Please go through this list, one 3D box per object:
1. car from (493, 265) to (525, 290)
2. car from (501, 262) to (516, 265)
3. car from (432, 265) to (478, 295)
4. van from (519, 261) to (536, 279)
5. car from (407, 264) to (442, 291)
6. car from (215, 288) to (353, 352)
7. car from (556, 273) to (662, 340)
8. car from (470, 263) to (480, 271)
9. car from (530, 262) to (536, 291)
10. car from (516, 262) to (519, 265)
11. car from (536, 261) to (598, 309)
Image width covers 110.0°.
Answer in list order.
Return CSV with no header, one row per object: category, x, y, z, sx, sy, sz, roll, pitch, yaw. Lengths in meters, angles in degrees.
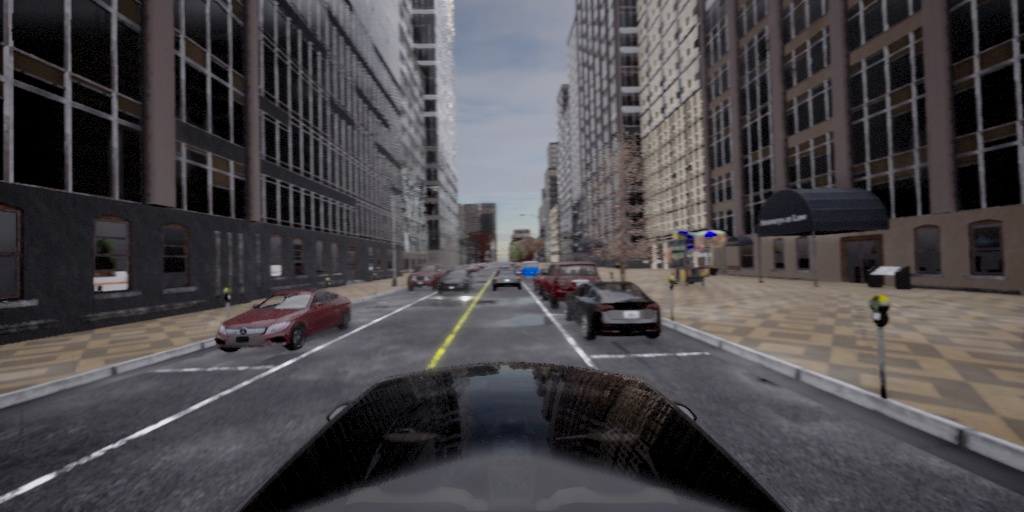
car,-0.362,1.584,25.469,1.994,1.385,4.181,-1,-1,-1
car,-0.767,1.724,43.709,2.128,1.511,4.902,-1,0,-1
car,-3.483,1.575,22.758,1.837,1.490,4.892,-1,-1,-1
van,1.977,1.435,37.612,1.690,1.789,3.998,0,0,-1
car,-6.153,1.493,26.349,2.192,1.841,5.009,0,0,-1
car,-5.786,1.568,9.736,1.802,1.307,4.207,0,0,-1
car,2.590,1.341,9.924,1.948,1.339,4.313,0,0,-1
car,-6.888,2.106,59.574,1.888,1.381,4.507,0,0,-1
car,2.344,1.343,20.999,1.967,1.591,4.097,0,0,-1
car,1.855,1.598,43.150,1.967,1.591,4.097,0,0,-1
car,2.467,1.154,15.461,2.192,1.841,5.009,0,0,-1
